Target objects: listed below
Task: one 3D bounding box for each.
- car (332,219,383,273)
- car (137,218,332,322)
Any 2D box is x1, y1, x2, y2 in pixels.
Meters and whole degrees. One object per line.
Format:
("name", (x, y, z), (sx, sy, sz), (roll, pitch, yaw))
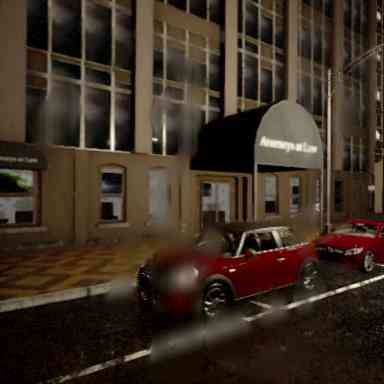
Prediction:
("car", (5.469, 1.534, 10.460), (4.206, 1.307, 1.802), (0, 1, -36))
("car", (0.869, 1.419, 7.170), (4.097, 1.590, 1.967), (0, 1, -36))
